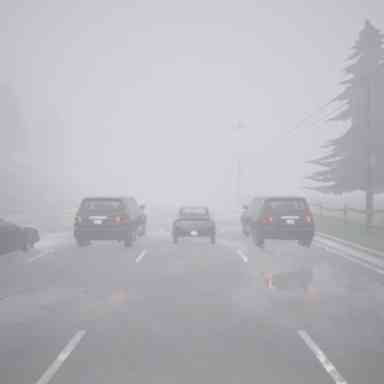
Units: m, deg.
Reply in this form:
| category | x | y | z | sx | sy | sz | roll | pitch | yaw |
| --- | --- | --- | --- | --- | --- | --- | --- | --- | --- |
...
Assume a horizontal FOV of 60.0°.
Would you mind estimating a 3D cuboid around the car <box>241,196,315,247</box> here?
| category | x | y | z | sx | sy | sz | roll | pitch | yaw |
| --- | --- | --- | --- | --- | --- | --- | --- | --- | --- |
| car | 3.591 | 1.166 | 14.802 | 2.150 | 2.045 | 5.566 | 0 | 0 | 0 |

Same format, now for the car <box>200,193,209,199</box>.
| category | x | y | z | sx | sy | sz | roll | pitch | yaw |
| --- | --- | --- | --- | --- | --- | --- | --- | --- | --- |
| car | 3.481 | 1.135 | 88.025 | 1.882 | 1.535 | 5.008 | 0 | 0 | 0 |

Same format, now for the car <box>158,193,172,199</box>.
| category | x | y | z | sx | sy | sz | roll | pitch | yaw |
| --- | --- | --- | --- | --- | --- | --- | --- | --- | --- |
| car | -7.019 | 1.196 | 88.023 | 2.033 | 1.411 | 5.357 | 0 | 0 | 0 |

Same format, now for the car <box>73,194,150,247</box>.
| category | x | y | z | sx | sy | sz | roll | pitch | yaw |
| --- | --- | --- | --- | --- | --- | --- | --- | --- | --- |
| car | -3.410 | 1.165 | 14.749 | 2.150 | 2.045 | 5.566 | 0 | 0 | 0 |

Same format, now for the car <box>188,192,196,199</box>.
| category | x | y | z | sx | sy | sz | roll | pitch | yaw |
| --- | --- | --- | --- | --- | --- | --- | --- | --- | --- |
| car | -0.019 | 1.135 | 88.025 | 1.882 | 1.535 | 5.008 | 0 | 0 | 0 |

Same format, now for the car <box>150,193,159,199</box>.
| category | x | y | z | sx | sy | sz | roll | pitch | yaw |
| --- | --- | --- | --- | --- | --- | --- | --- | --- | --- |
| car | -10.519 | 1.135 | 88.052 | 1.882 | 1.535 | 5.008 | 0 | 0 | 0 |

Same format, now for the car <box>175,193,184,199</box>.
| category | x | y | z | sx | sy | sz | roll | pitch | yaw |
| --- | --- | --- | --- | --- | --- | --- | --- | --- | --- |
| car | -3.519 | 1.157 | 88.024 | 1.837 | 1.490 | 4.892 | 0 | 0 | 0 |

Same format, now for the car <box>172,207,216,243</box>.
| category | x | y | z | sx | sy | sz | roll | pitch | yaw |
| --- | --- | --- | --- | --- | --- | --- | --- | --- | --- |
| car | 0.090 | 1.431 | 15.774 | 2.128 | 1.511 | 4.902 | 0 | 0 | 0 |

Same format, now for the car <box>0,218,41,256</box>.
| category | x | y | z | sx | sy | sz | roll | pitch | yaw |
| --- | --- | --- | --- | --- | --- | --- | --- | --- | --- |
| car | -6.918 | 1.507 | 10.685 | 2.033 | 1.411 | 5.357 | 0 | 0 | 0 |
